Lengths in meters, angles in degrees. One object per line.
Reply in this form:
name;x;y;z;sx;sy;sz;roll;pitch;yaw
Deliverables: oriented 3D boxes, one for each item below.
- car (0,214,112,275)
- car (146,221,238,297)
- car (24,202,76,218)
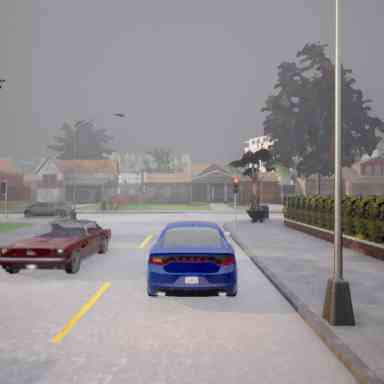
car;-4.055;1.601;10.660;1.895;1.301;4.718;0;0;1
car;0.014;1.478;8.624;1.882;1.535;5.008;0;0;0
car;-12.324;1.564;29.031;4.181;1.385;1.994;0;0;0
